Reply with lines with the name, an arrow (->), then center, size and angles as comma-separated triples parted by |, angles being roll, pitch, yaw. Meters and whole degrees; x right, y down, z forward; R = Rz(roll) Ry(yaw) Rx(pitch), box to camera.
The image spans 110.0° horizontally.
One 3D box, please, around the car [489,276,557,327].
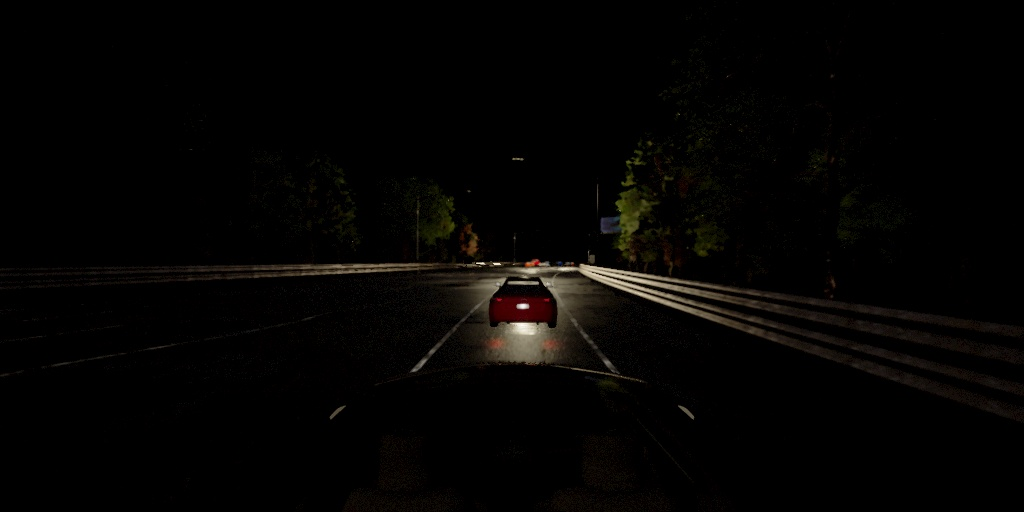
car -> 0.381, 1.353, 11.795 | 1.994, 1.385, 4.181 | 0, 0, 2
